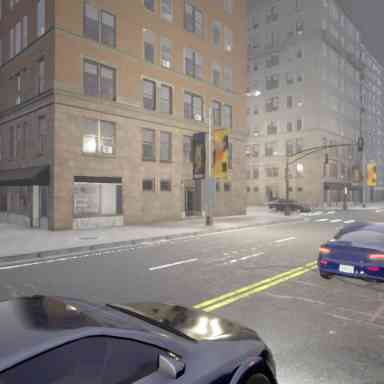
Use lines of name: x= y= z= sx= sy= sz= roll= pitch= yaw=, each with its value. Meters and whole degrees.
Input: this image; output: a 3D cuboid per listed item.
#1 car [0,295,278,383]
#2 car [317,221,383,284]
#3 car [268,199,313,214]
car: x=-1.046 y=1.564 z=2.565 sx=1.994 sy=1.385 sz=4.181 roll=0 pitch=0 yaw=43
car: x=4.977 y=1.527 z=9.007 sx=1.812 sy=1.442 sz=4.674 roll=0 pitch=0 yaw=43
car: x=10.528 y=1.495 z=35.634 sx=1.837 sy=1.490 sz=4.892 roll=0 pitch=0 yaw=-42
